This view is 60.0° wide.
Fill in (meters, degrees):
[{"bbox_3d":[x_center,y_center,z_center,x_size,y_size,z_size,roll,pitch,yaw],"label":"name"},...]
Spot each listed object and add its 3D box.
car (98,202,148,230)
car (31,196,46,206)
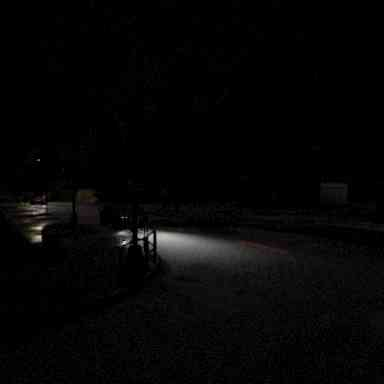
[{"bbox_3d":[-4.354,1.397,20.630,2.128,1.511,4.902,-1,0,-32],"label":"car"},{"bbox_3d":[-24.015,1.397,52.081,1.812,1.442,4.674,-1,1,-32],"label":"car"}]
